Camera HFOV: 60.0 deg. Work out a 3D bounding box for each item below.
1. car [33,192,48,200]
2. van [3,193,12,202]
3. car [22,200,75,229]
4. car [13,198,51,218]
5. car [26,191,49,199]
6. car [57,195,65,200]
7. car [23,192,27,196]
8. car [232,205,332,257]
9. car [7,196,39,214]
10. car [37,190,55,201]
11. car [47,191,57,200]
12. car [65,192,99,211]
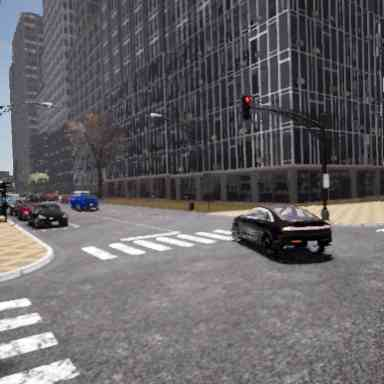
[{"bbox_3d":[-30.984,0.760,68.002,1.967,1.590,4.097,-2,1,-34],"label":"car"},{"bbox_3d":[-25.067,1.082,44.508,1.690,1.788,3.998,-2,1,-34],"label":"van"},{"bbox_3d":[-9.130,1.425,20.980,1.947,1.339,4.313,-2,1,-34],"label":"car"},{"bbox_3d":[-12.324,1.418,25.684,1.802,1.307,4.206,-2,1,-34],"label":"car"},{"bbox_3d":[-26.195,1.037,56.406,1.994,1.385,4.181,-3,2,-34],"label":"car"},{"bbox_3d":[-18.148,1.000,49.238,1.802,1.307,4.206,-2,1,-34],"label":"car"},{"bbox_3d":[-37.397,0.821,77.388,2.008,1.369,4.403,-2,1,-34],"label":"car"},{"bbox_3d":[2.946,1.218,11.939,2.128,1.511,4.902,-1,1,-12],"label":"car"},{"bbox_3d":[-15.484,1.377,30.408,1.947,1.339,4.313,-2,1,-34],"label":"car"},{"bbox_3d":[-27.778,0.659,63.308,2.192,1.841,5.009,-2,1,-34],"label":"car"},{"bbox_3d":[-24.564,0.951,58.622,1.802,1.307,4.206,-2,1,-34],"label":"car"},{"bbox_3d":[-11.221,1.060,34.500,1.882,1.535,5.008,-3,2,-34],"label":"car"}]
